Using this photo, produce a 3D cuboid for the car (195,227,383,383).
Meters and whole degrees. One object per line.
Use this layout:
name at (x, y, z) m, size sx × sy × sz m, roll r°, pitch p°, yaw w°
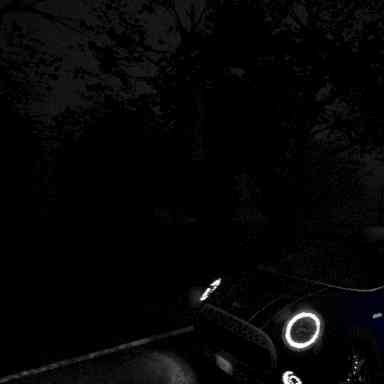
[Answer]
car at (2.278, 1.368, 4.942) m, size 4.553 × 1.767 × 2.097 m, roll 0°, pitch 0°, yaw -32°
